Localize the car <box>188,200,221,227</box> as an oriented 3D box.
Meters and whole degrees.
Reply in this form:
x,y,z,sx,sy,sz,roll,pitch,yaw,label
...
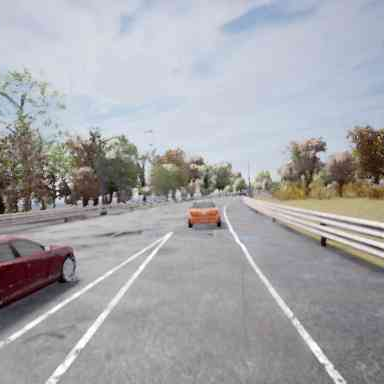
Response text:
x,y,z,sx,sy,sz,roll,pitch,yaw,label
0.874,1.374,23.045,2.097,1.767,4.553,-3,0,3,car

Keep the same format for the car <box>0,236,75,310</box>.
x,y,z,sx,sy,sz,roll,pitch,yaw,label
-4.413,1.716,7.366,1.882,1.535,5.008,-3,0,7,car
